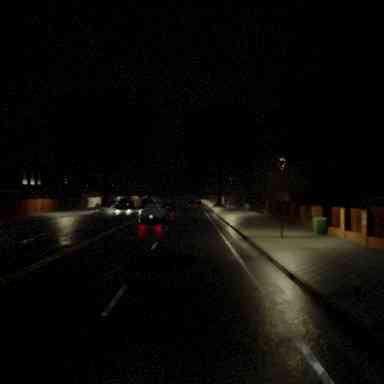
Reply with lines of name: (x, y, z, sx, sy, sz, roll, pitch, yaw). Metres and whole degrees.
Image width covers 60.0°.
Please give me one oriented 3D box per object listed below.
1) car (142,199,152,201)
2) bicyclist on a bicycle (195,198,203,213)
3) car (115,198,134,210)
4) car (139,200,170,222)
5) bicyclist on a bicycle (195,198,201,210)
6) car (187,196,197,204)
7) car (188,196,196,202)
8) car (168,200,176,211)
car: (-6.559, 1.804, 49.049, 1.837, 1.490, 4.892, 0, -1, 0)
bicyclist on a bicycle: (0.897, 1.595, 37.816, 0.659, 1.776, 1.843, 0, 0, 0)
car: (-9.811, 1.648, 48.725, 2.097, 1.767, 4.553, 0, 0, 0)
car: (-3.147, 1.685, 27.943, 1.812, 1.442, 4.674, 0, 0, 0)
bicyclist on a bicycle: (0.890, 1.724, 47.241, 0.866, 1.612, 1.509, 0, -1, 0)
car: (0.007, 1.982, 73.291, 1.812, 1.442, 4.674, 0, 0, 0)
car: (0.009, 1.911, 89.826, 2.128, 1.511, 4.902, 0, 0, 0)
car: (-3.146, 1.798, 45.169, 1.812, 1.442, 4.674, 0, 0, 0)
